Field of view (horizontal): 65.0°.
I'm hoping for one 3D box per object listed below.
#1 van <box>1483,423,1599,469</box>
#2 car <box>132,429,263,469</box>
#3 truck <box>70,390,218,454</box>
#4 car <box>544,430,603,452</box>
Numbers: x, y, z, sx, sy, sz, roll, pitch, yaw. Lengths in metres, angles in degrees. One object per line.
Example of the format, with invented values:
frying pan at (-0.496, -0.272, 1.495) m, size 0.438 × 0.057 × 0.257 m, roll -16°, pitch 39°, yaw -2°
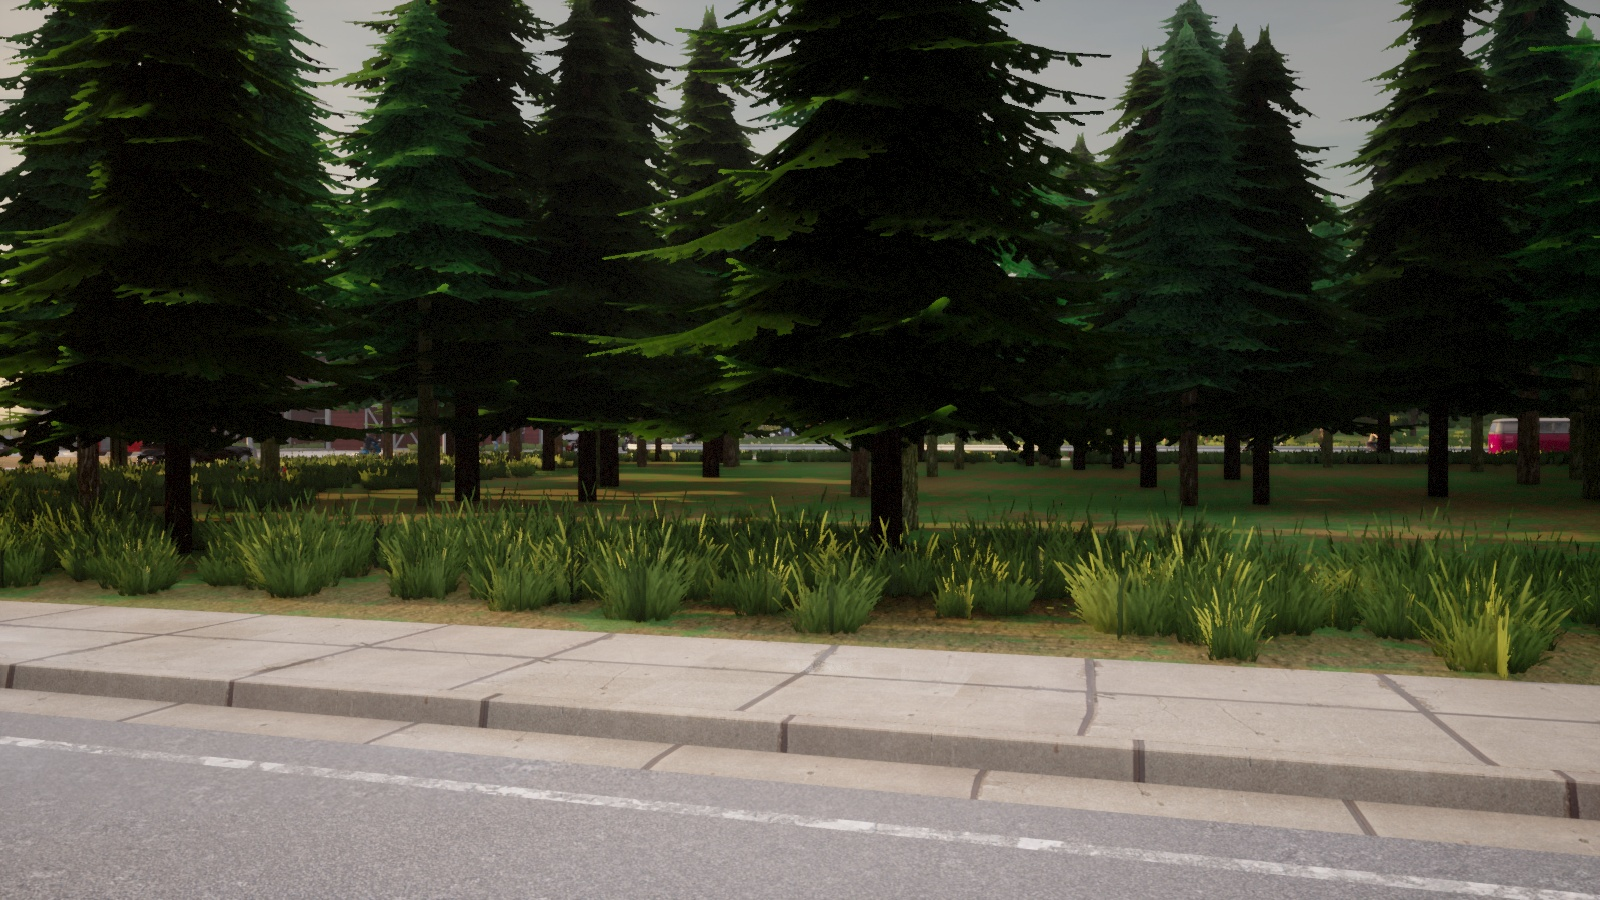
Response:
van at (33.020, -0.189, 55.749) m, size 4.442 × 1.987 × 1.775 m, roll 1°, pitch 1°, yaw 19°
car at (-24.469, -0.081, 51.236) m, size 1.882 × 1.535 × 5.008 m, roll 1°, pitch 1°, yaw 17°
truck at (-40.800, -1.746, 78.091) m, size 8.468 × 3.827 × 2.891 m, roll 0°, pitch 1°, yaw 16°
car at (-16.113, -0.642, 89.604) m, size 2.163 × 1.488 × 4.792 m, roll 1°, pitch 1°, yaw 17°
